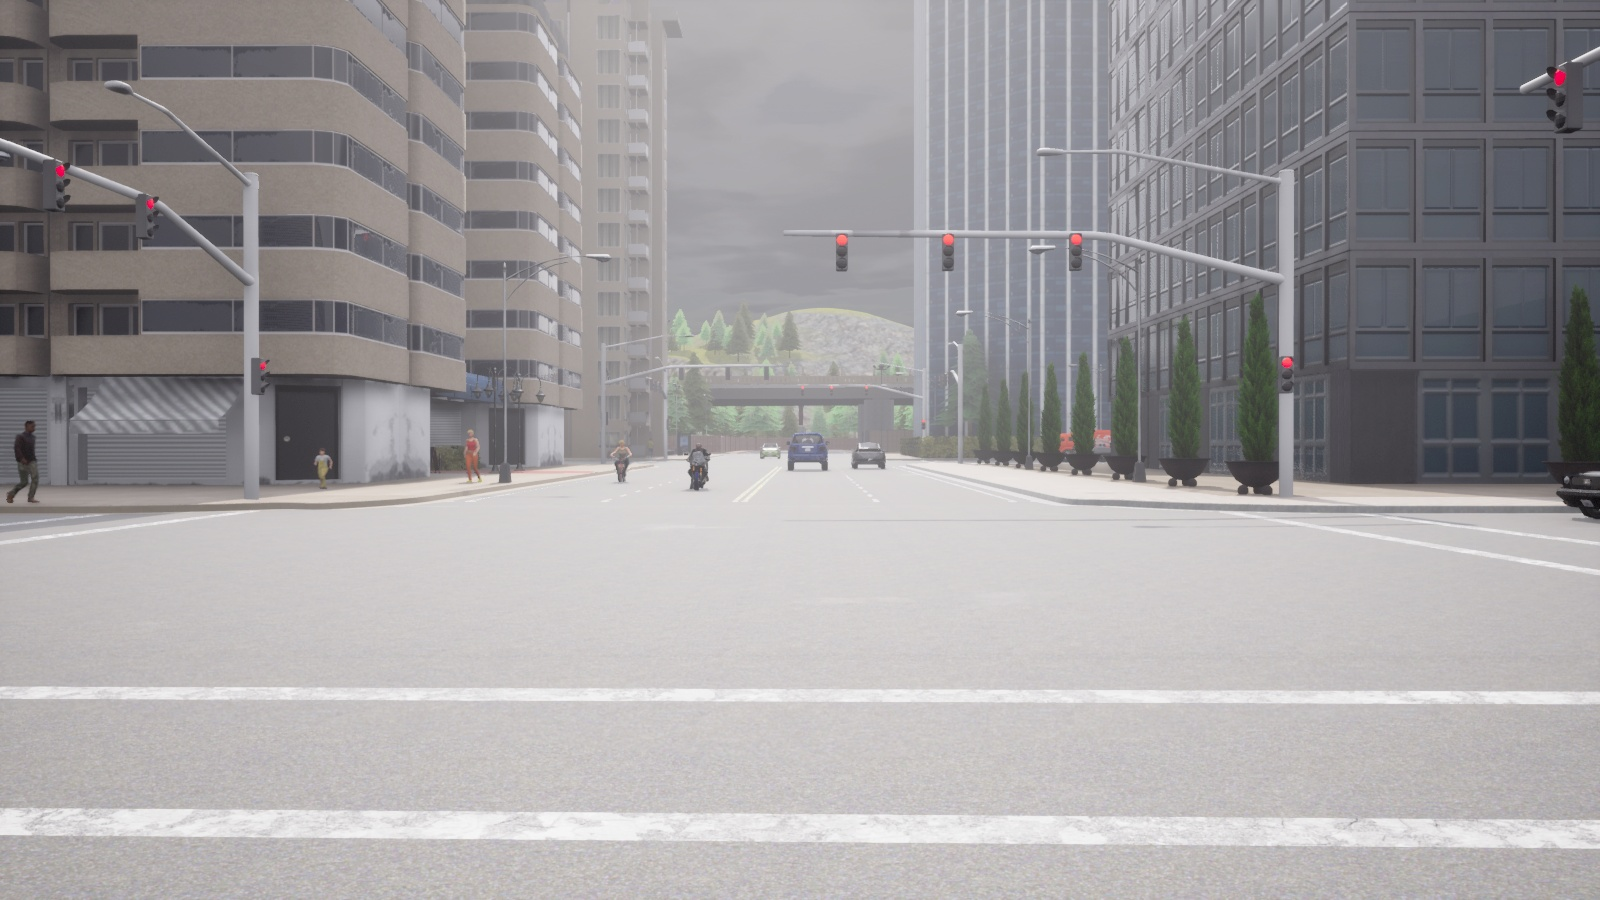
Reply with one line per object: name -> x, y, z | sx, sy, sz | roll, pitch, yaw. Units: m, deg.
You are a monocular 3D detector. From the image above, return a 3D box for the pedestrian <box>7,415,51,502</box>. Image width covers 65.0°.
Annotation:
pedestrian -> -16.410, 0.181, 26.731 | 0.703, 1.840, 0.431 | 0, 0, 17

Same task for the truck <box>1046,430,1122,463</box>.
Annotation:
truck -> 21.701, -0.265, 96.011 | 5.204, 2.467, 2.627 | 0, 0, 0

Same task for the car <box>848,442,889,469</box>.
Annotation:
car -> 3.955, 0.294, 72.949 | 2.128, 1.511, 4.902 | 0, 0, 0

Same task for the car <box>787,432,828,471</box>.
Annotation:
car -> 0.429, 0.077, 68.917 | 2.150, 2.045, 5.566 | 0, 0, 0

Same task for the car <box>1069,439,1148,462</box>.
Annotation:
car -> 21.820, 0.040, 89.013 | 5.027, 1.651, 2.152 | 0, 0, 0

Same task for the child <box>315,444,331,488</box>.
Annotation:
child -> -13.768, 0.465, 36.247 | 0.270, 1.263, 0.437 | 0, 0, 4

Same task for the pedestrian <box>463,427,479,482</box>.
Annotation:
pedestrian -> -11.075, 0.158, 42.264 | 0.345, 1.836, 0.594 | 0, 0, 7

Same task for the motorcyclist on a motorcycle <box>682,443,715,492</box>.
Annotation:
motorcyclist on a motorcycle -> -3.242, 0.551, 40.296 | 0.866, 1.530, 2.191 | 0, 0, 0

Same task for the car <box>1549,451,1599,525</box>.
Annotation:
car -> 16.486, 0.677, 22.714 | 4.718, 1.301, 1.895 | 0, 0, 1
